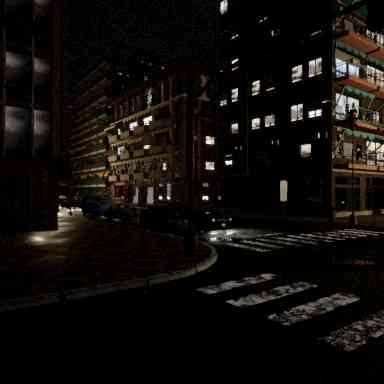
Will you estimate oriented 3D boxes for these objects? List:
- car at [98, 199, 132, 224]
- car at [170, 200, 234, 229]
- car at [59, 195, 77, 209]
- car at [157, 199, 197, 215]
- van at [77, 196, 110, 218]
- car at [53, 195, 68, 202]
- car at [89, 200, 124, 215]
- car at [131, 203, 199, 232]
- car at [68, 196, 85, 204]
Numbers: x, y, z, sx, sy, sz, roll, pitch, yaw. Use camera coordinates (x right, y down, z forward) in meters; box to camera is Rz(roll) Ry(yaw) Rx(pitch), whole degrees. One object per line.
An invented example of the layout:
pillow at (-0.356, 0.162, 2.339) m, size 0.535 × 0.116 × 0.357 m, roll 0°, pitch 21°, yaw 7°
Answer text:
car at (-4.920, 1.458, 24.272) m, size 1.752 × 1.417 × 4.829 m, roll 0°, pitch 0°, yaw -36°
car at (0.297, 1.502, 21.430) m, size 2.033 × 1.411 × 5.357 m, roll 0°, pitch 0°, yaw -35°
car at (-15.929, 1.477, 44.100) m, size 1.994 × 1.385 × 4.181 m, roll 0°, pitch 0°, yaw -35°
car at (-1.618, 1.487, 34.037) m, size 1.752 × 1.417 × 4.829 m, roll 0°, pitch 0°, yaw -36°
van at (-8.323, 1.265, 29.010) m, size 1.690 × 1.788 × 3.998 m, roll 0°, pitch 0°, yaw -36°
car at (-27.954, 1.360, 70.697) m, size 1.967 × 1.590 × 4.097 m, roll 0°, pitch 0°, yaw -36°
car at (-8.930, 1.530, 34.300) m, size 1.895 × 1.301 × 4.718 m, roll 0°, pitch 0°, yaw -36°
car at (-1.716, 1.525, 19.811) m, size 1.802 × 1.307 × 4.206 m, roll 0°, pitch 0°, yaw -36°
car at (-21.445, 1.447, 61.636) m, size 1.752 × 1.417 × 4.829 m, roll 0°, pitch 0°, yaw -36°
